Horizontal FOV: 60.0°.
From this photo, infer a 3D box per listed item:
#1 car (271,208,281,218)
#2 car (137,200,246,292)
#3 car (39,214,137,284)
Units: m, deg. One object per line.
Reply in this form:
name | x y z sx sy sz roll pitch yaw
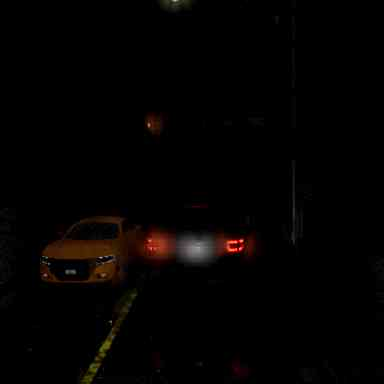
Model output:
car | 9.049 1.588 27.687 4.718 1.301 1.895 0 0 -10
car | 0.079 1.222 9.066 2.150 2.045 5.566 0 0 0
car | -2.663 1.478 9.776 1.882 1.535 5.008 0 0 0
